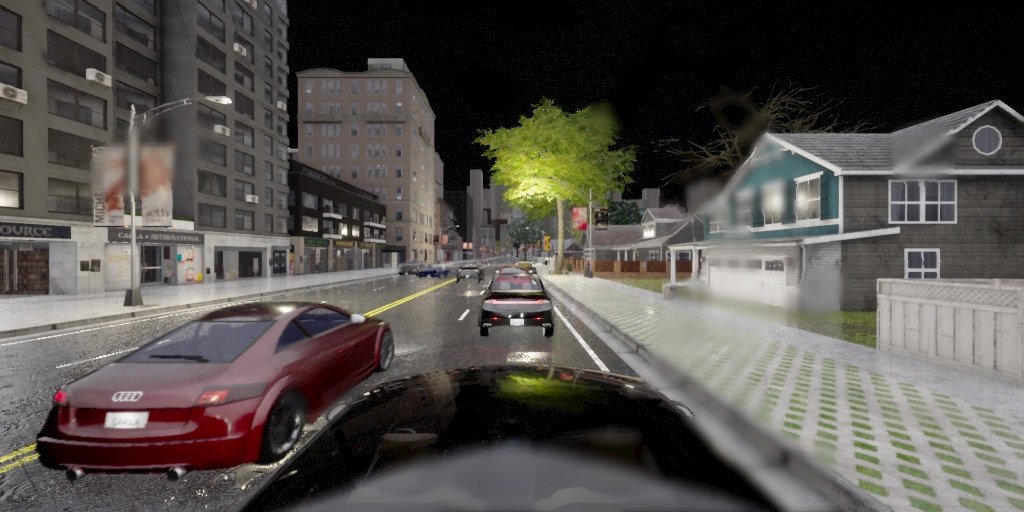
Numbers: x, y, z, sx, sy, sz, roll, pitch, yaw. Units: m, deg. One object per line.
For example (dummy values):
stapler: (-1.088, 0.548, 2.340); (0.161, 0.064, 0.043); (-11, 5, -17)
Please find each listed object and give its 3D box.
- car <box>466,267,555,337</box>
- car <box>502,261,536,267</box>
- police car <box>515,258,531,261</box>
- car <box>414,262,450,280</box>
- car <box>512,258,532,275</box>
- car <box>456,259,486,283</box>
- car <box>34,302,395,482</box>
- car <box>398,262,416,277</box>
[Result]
car: (0.111, 1.239, 10.312); (2.128, 1.511, 4.902); (0, 0, 0)
car: (0.118, 1.219, 19.816); (1.882, 1.535, 5.008); (0, 0, 0)
police car: (1.002, 1.156, 29.545); (1.930, 1.638, 5.238); (0, 0, 0)
car: (-6.571, 1.330, 30.542); (1.895, 1.301, 4.718); (0, 0, 0)
car: (1.011, 1.069, 39.405); (2.097, 1.767, 4.553); (0, 0, 0)
car: (-3.124, 1.224, 27.772); (2.128, 1.511, 4.902); (0, 0, 0)
car: (-3.145, 1.313, 4.934); (1.994, 1.385, 4.181); (0, 0, 0)
car: (-9.815, 1.270, 36.034); (2.033, 1.411, 5.357); (0, 0, 0)
